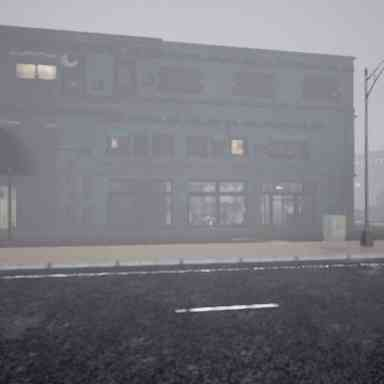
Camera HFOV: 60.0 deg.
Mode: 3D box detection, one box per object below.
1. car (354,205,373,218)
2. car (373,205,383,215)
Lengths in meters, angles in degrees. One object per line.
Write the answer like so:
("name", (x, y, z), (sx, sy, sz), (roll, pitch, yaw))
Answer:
("car", (18.786, 2.262, 39.433), (1.967, 1.590, 4.097), (-1, -1, -11))
("car", (26.016, 2.487, 46.405), (1.802, 1.307, 4.206), (-1, -1, -11))
